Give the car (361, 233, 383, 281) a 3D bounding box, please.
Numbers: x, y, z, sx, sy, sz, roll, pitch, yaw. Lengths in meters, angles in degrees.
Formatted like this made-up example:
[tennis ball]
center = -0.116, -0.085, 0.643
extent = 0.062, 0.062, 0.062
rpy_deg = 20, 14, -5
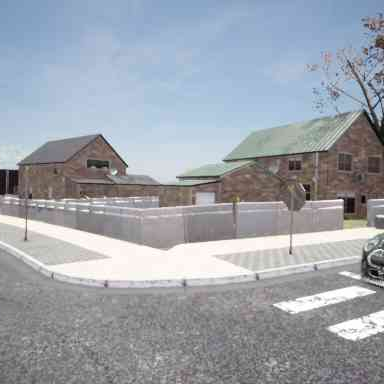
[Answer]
[car]
center = 6.263, 1.237, 8.245
extent = 4.553, 1.767, 2.097
rpy_deg = 0, 2, -33
